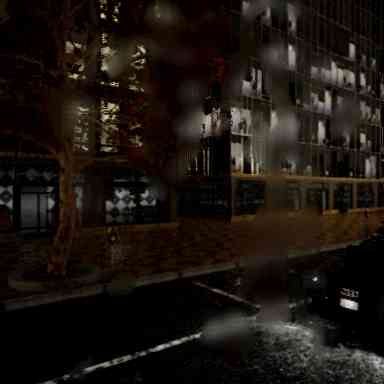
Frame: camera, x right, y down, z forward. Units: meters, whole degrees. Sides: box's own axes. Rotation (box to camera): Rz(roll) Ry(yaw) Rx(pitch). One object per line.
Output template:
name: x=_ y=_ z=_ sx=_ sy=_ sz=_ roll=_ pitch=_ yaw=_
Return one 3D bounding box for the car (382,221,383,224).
car: x=8.550 y=1.465 z=12.657 sx=4.403 sy=1.369 sz=2.008 roll=0 pitch=0 yaw=-36

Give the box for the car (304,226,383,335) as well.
car: x=4.026 y=1.523 z=6.251 sx=4.181 sy=1.385 sz=1.994 roll=0 pitch=0 yaw=-36
